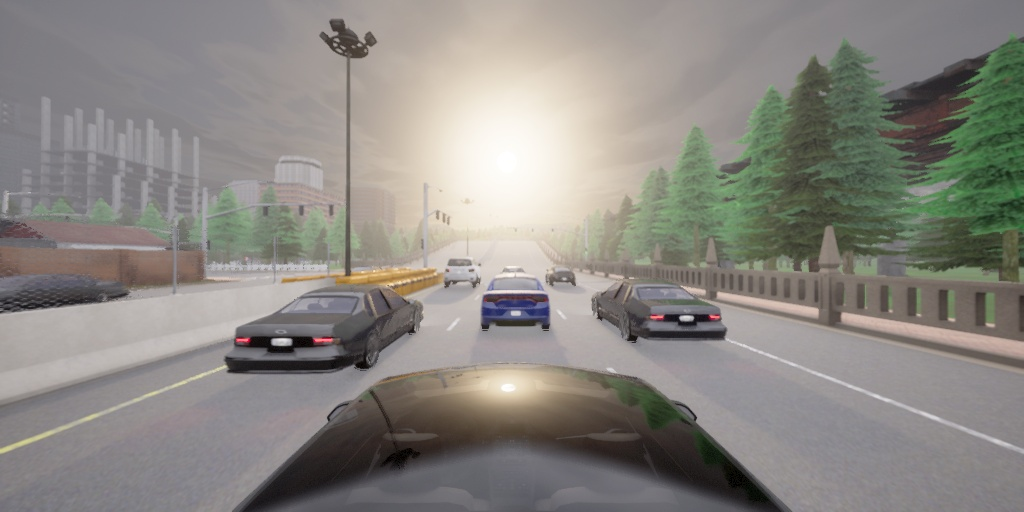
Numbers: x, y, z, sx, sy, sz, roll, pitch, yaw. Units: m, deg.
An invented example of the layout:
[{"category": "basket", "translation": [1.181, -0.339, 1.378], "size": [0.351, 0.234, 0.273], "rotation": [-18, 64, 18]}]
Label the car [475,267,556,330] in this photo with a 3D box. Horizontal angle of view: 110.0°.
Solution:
[{"category": "car", "translation": [0.096, 1.286, 11.404], "size": [1.882, 1.535, 5.008], "rotation": [0, 0, 0]}]

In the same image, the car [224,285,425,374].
[{"category": "car", "translation": [-3.404, 1.334, 7.806], "size": [2.033, 1.411, 5.357], "rotation": [0, 0, 0]}]

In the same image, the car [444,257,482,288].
[{"category": "car", "translation": [-3.468, 1.117, 25.831], "size": [2.150, 2.045, 5.566], "rotation": [0, 0, -1]}]

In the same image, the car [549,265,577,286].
[{"category": "car", "translation": [3.592, 1.427, 26.908], "size": [1.812, 1.442, 4.674], "rotation": [0, 0, 0]}]

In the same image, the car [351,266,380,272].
[{"category": "car", "translation": [-10.541, 1.419, 25.568], "size": [1.812, 1.442, 4.674], "rotation": [0, 0, 1]}]

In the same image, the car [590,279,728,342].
[{"category": "car", "translation": [3.598, 1.347, 9.900], "size": [2.033, 1.411, 5.357], "rotation": [0, 0, 0]}]

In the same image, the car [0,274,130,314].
[{"category": "car", "translation": [-17.596, 1.367, 13.159], "size": [2.033, 1.411, 5.357], "rotation": [0, 0, 0]}]
